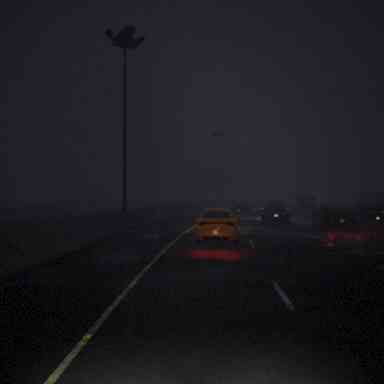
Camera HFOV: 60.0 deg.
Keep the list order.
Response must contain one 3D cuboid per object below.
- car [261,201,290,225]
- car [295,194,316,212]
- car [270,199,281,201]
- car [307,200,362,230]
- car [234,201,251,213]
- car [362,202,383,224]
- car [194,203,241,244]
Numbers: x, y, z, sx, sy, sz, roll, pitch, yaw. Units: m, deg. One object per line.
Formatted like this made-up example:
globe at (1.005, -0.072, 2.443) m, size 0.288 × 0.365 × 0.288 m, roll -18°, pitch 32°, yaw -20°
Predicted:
car at (6.224, 1.615, 25.092) m, size 1.994 × 1.385 × 4.181 m, roll 0°, pitch 0°, yaw 11°
car at (13.590, 1.308, 39.917) m, size 2.150 × 2.045 × 5.566 m, roll 0°, pitch -1°, yaw 17°
car at (10.507, 1.611, 41.656) m, size 1.812 × 1.442 × 4.674 m, roll 0°, pitch 0°, yaw 18°
car at (9.190, 1.531, 21.904) m, size 1.882 × 1.535 × 5.008 m, roll 0°, pitch 0°, yaw 9°
car at (5.563, 1.669, 37.561) m, size 1.895 × 1.301 × 4.718 m, roll 0°, pitch 0°, yaw 16°
car at (13.430, 1.573, 25.529) m, size 1.837 × 1.490 × 4.892 m, roll 0°, pitch 0°, yaw 11°
car at (1.251, 1.504, 16.091) m, size 1.882 × 1.535 × 5.008 m, roll 0°, pitch 0°, yaw 7°
